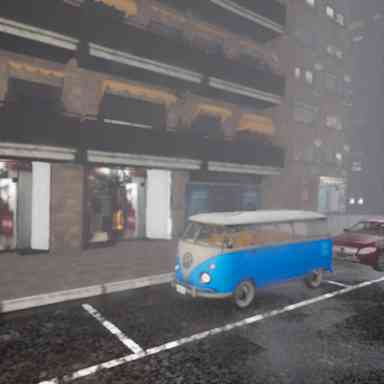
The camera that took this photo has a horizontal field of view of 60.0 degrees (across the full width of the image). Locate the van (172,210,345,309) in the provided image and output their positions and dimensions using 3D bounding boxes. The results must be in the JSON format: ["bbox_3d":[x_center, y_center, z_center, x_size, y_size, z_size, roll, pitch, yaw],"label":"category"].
[{"bbox_3d":[1.511,1.339,7.576,3.998,1.788,1.690,0,1,-35],"label":"van"}]

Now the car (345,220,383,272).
[{"bbox_3d":[6.024,1.578,10.803,4.206,1.307,1.802,0,1,-35],"label":"car"}]
